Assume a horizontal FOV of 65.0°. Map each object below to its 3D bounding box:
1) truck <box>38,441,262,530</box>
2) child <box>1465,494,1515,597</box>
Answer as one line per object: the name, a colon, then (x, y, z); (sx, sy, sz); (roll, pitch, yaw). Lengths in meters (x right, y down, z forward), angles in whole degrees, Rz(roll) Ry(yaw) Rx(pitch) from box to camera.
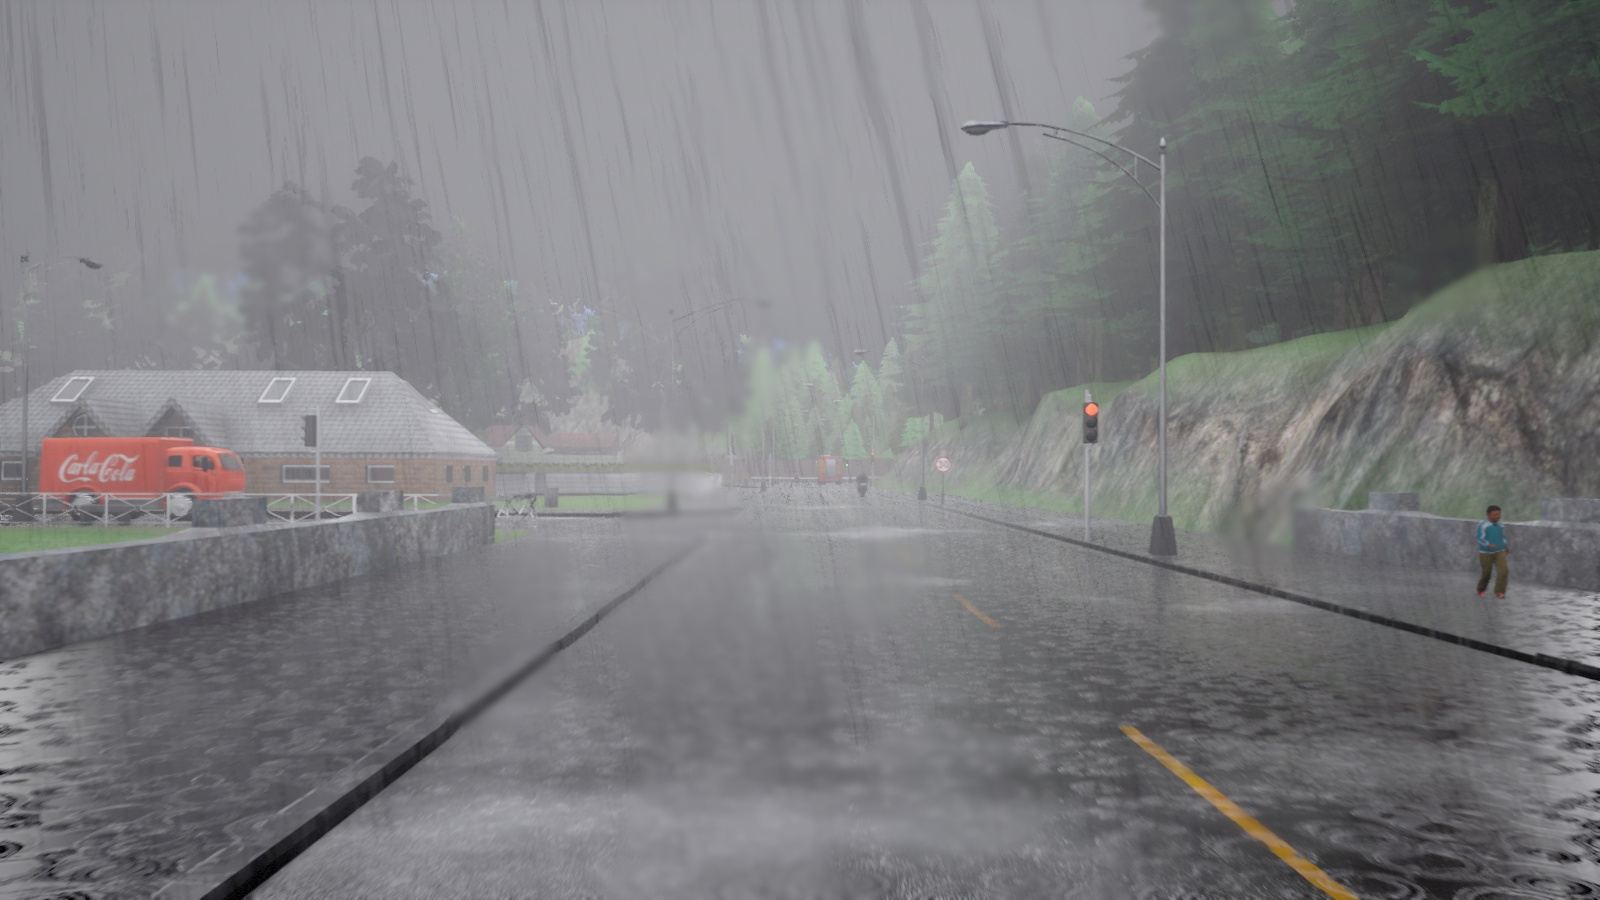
truck: (-19.007, 1.025, 36.943); (5.204, 2.467, 2.627); (0, -1, 0)
child: (8.179, 1.121, 14.896); (0.343, 1.192, 0.448); (0, -1, 1)
